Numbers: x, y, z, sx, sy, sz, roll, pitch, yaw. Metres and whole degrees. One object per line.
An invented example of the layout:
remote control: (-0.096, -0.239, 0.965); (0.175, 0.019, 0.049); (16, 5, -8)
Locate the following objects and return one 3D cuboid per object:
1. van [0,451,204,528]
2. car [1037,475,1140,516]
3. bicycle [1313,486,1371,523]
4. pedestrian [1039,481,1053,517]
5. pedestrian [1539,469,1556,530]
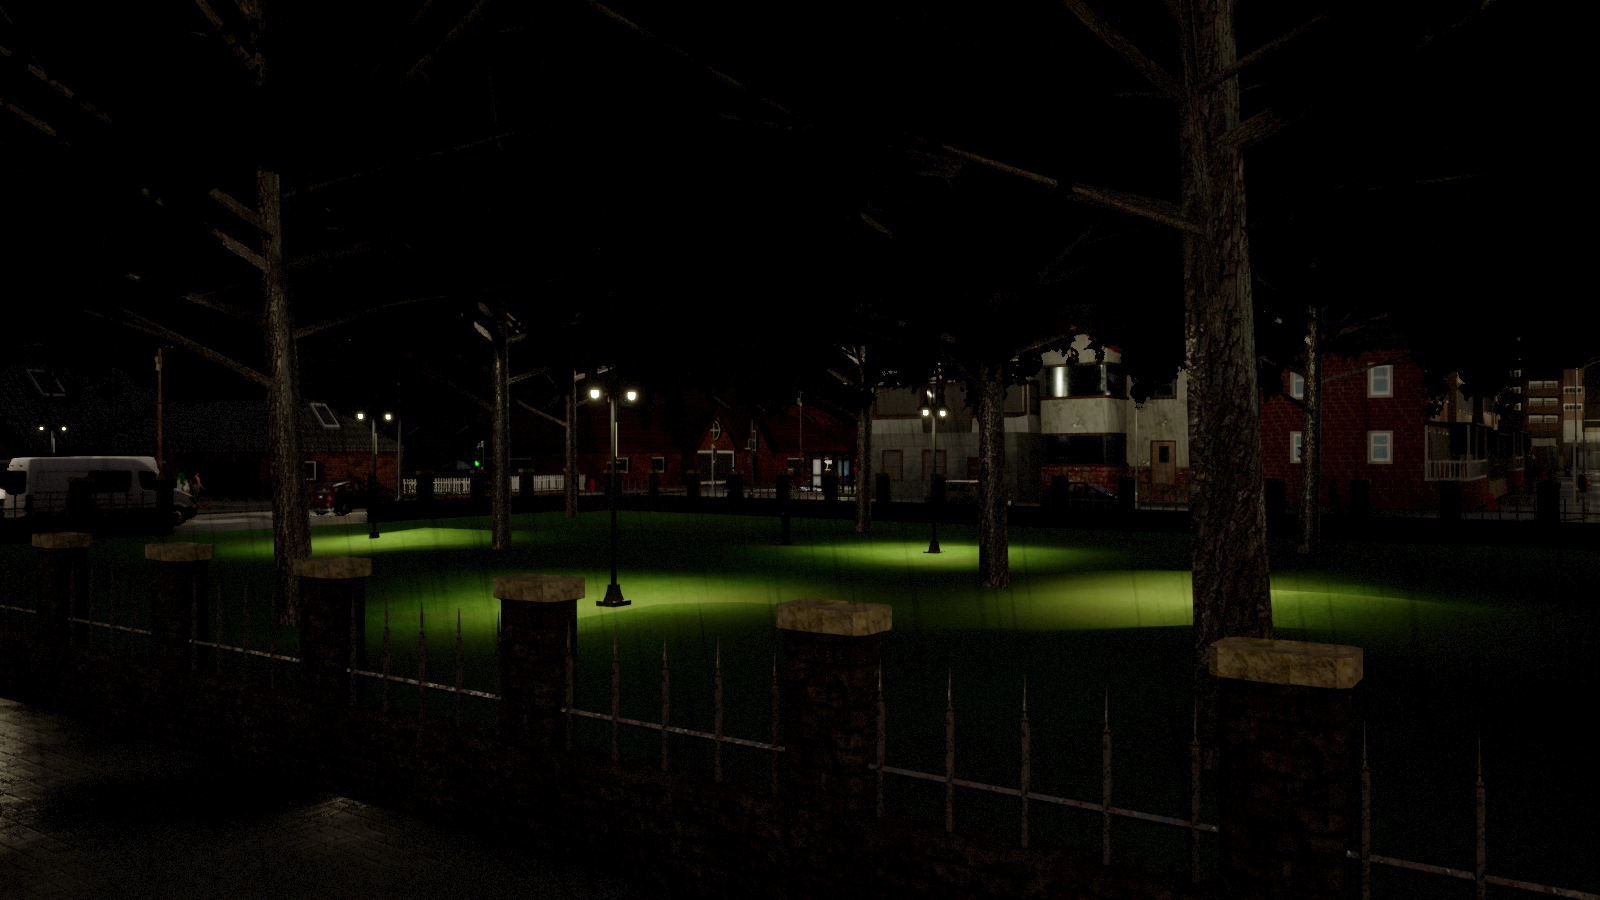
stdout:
van: (-24.786, 1.315, 40.865); (1.988, 2.561, 5.915); (0, 0, 36)
car: (11.752, 1.818, 46.570); (3.633, 1.501, 1.845); (0, 0, 35)
bicycle: (19.501, 1.940, 41.117); (1.835, 1.271, 0.329); (0, 0, 35)
pedestrian: (9.026, 1.804, 41.920); (0.375, 1.300, 0.375); (0, 0, 33)
pedestrian: (23.242, 1.525, 35.519); (0.375, 1.860, 0.375); (0, 0, -42)
